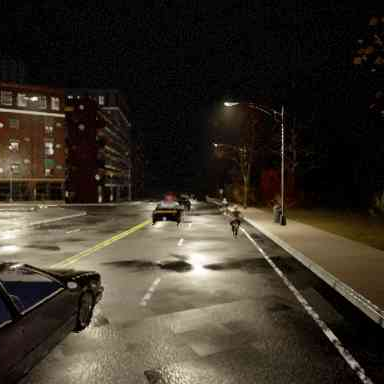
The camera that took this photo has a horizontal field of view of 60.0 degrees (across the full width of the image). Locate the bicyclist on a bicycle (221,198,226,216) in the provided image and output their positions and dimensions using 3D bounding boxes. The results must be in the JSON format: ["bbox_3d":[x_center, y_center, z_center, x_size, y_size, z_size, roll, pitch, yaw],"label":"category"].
[{"bbox_3d":[2.492,1.358,25.393,0.659,1.776,1.843,0,0,2],"label":"bicyclist on a bicycle"}]

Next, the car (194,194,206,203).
[{"bbox_3d":[1.983,1.425,70.050,1.882,1.535,5.008,0,0,-2],"label":"car"}]

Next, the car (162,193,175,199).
[{"bbox_3d":[-4.604,1.178,70.508,2.150,2.045,5.566,0,0,-1],"label":"car"}]

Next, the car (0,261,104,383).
[{"bbox_3d":[-2.723,1.546,3.812,2.033,1.411,5.357,0,0,4],"label":"car"}]

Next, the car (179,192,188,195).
[{"bbox_3d":[-2.273,1.142,92.391,2.150,2.045,5.566,0,0,-3],"label":"car"}]

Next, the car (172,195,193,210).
[{"bbox_3d":[-1.112,1.482,41.884,1.837,1.490,4.892,0,0,1],"label":"car"}]

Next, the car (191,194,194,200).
[{"bbox_3d":[1.256,1.279,87.337,2.097,1.767,4.553,0,0,-3],"label":"car"}]

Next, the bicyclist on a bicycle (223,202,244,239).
[{"bbox_3d":[2.106,1.430,16.158,0.866,1.612,1.509,0,0,3],"label":"bicyclist on a bicycle"}]

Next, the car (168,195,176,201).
[{"bbox_3d":[-5.225,1.483,86.781,1.994,1.385,4.181,0,0,-3],"label":"car"}]

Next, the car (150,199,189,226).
[{"bbox_3d":[-1.630,1.481,23.604,2.128,1.511,4.902,0,0,2],"label":"car"}]

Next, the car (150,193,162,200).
[{"bbox_3d":[-7.850,1.434,70.329,1.882,1.535,5.008,0,0,-1],"label":"car"}]

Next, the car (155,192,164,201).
[{"bbox_3d":[-8.467,1.160,86.542,2.150,2.045,5.566,0,0,-3],"label":"car"}]
